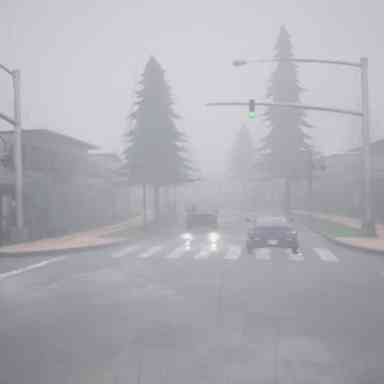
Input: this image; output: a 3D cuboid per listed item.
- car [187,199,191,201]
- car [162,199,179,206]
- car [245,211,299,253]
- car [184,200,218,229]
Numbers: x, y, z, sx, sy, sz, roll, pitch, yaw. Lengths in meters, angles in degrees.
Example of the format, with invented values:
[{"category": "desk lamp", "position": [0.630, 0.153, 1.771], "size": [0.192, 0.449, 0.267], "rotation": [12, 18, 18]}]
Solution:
[{"category": "car", "position": [0.142, 1.720, 42.903], "size": [1.837, 1.490, 4.892], "rotation": [-1, 0, -11]}, {"category": "car", "position": [-4.220, 1.995, 63.793], "size": [1.994, 1.385, 4.181], "rotation": [-1, 0, -31]}, {"category": "car", "position": [3.154, 1.506, 13.433], "size": [1.812, 1.442, 4.674], "rotation": [-1, 0, 11]}, {"category": "car", "position": [0.776, 1.562, 22.561], "size": [1.882, 1.535, 5.008], "rotation": [-1, 0, 7]}]
